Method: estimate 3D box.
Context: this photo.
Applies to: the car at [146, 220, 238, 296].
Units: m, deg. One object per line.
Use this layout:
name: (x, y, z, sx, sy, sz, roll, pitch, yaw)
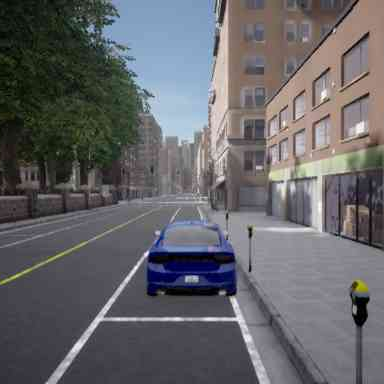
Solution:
car: (-0.005, 1.466, 8.650, 1.882, 1.535, 5.008, 0, 0, 0)
